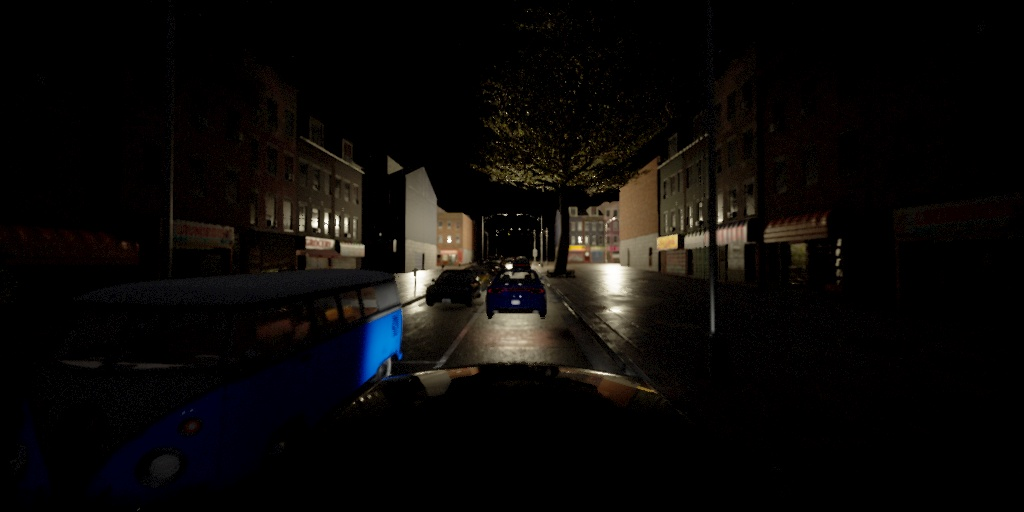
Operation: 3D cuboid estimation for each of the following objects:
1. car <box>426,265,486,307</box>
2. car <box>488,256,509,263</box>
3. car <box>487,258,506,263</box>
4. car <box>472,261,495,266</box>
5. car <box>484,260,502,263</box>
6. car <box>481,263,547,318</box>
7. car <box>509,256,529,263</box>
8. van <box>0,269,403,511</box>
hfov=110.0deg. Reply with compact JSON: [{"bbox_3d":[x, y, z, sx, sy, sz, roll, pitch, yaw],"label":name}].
[{"bbox_3d":[-2.336,1.251,15.230,1.948,1.339,4.313,0,0,2],"label":"car"},{"bbox_3d":[-1.738,0.898,37.362,2.192,1.841,5.009,0,0,2],"label":"car"},{"bbox_3d":[-1.887,1.157,31.830,2.007,1.370,4.403,0,0,2],"label":"car"},{"bbox_3d":[-2.191,1.184,20.594,1.751,1.417,4.829,0,0,2],"label":"car"},{"bbox_3d":[-2.037,1.177,26.296,1.888,1.381,4.507,0,0,2],"label":"car"},{"bbox_3d":[0.191,1.171,12.832,1.882,1.535,5.008,0,0,2],"label":"car"},{"bbox_3d":[0.949,1.066,35.474,1.882,1.535,5.008,0,-1,2],"label":"car"},{"bbox_3d":[-2.634,1.081,4.164,1.690,1.789,3.998,0,0,2],"label":"van"}]
